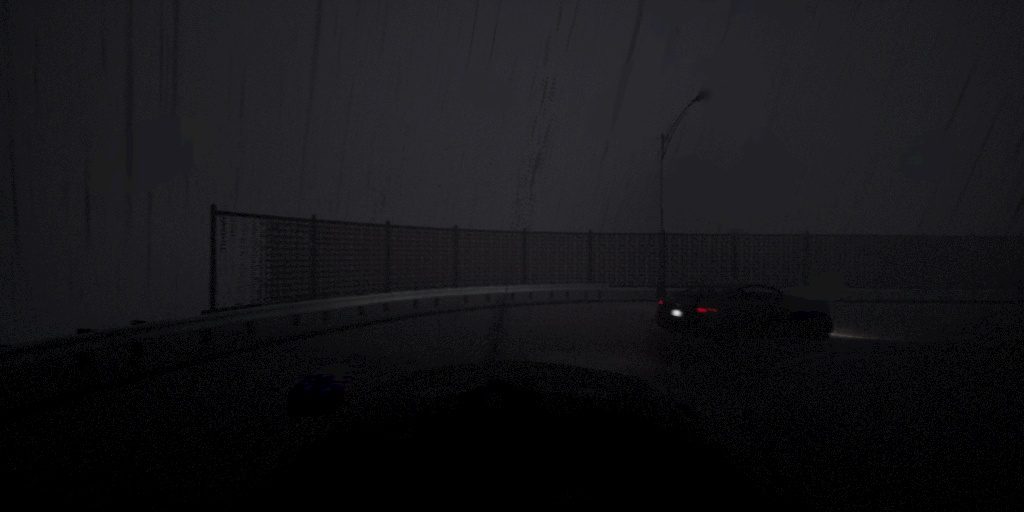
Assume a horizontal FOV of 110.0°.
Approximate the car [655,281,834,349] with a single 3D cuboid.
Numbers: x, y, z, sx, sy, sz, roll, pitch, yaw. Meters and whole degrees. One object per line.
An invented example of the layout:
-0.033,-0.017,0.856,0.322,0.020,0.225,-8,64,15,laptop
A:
5.799,1.325,9.044,4.181,1.385,1.994,0,0,-17,car
